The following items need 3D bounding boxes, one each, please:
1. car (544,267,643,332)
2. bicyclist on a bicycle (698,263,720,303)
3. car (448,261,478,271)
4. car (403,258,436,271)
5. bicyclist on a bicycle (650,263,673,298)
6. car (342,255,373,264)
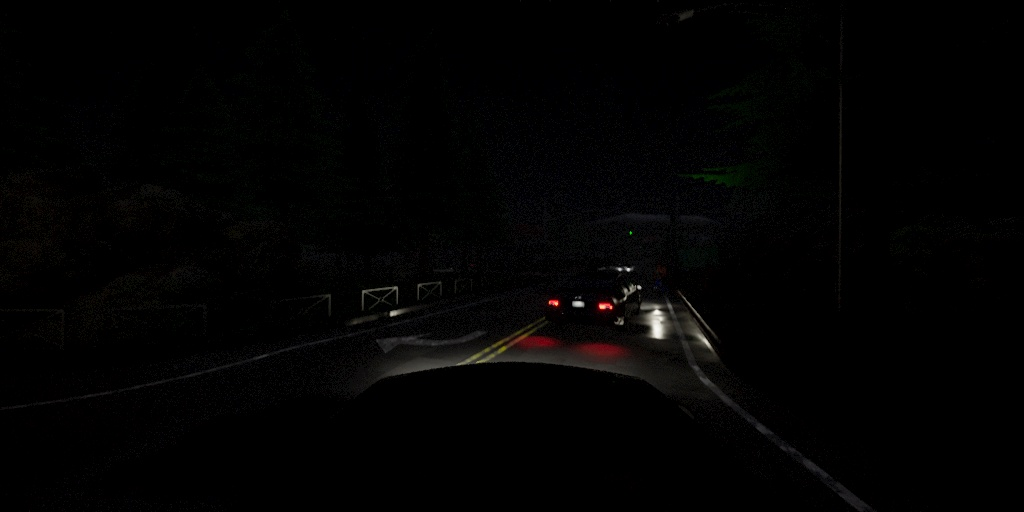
[{"bbox_3d":[2.592,1.163,10.424,2.033,1.411,5.357,0,0,26],"label":"car"},{"bbox_3d":[8.301,1.139,15.084,1.656,1.620,0.582,0,0,-33],"label":"bicyclist on a bicycle"},{"bbox_3d":[-6.843,1.386,50.118,4.181,1.385,1.994,1,0,21],"label":"car"},{"bbox_3d":[-12.496,1.115,48.412,4.553,1.767,2.097,1,0,22],"label":"car"},{"bbox_3d":[6.897,1.128,16.508,1.656,1.620,0.582,0,0,-30],"label":"bicyclist on a bicycle"},{"bbox_3d":[-24.787,0.903,57.832,5.566,2.045,2.150,0,0,27],"label":"car"}]
